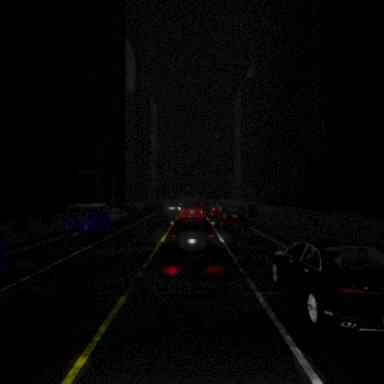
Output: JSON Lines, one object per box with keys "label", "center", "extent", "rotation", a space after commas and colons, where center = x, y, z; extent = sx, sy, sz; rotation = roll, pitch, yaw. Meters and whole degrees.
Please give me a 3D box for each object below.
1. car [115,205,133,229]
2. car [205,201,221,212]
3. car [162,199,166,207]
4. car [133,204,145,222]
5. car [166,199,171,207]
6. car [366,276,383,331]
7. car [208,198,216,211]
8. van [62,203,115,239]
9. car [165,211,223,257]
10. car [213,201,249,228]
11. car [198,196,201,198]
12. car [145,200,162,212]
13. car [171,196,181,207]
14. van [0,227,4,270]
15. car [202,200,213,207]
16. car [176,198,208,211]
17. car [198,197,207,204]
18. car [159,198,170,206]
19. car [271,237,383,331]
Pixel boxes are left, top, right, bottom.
{"label": "car", "center": [-5.670, 1.757, 23.684], "extent": [1.752, 1.417, 4.829], "rotation": [0, -1, 0]}
{"label": "car", "center": [2.856, 2.002, 46.452], "extent": [1.887, 1.381, 4.507], "rotation": [0, -1, 0]}
{"label": "car", "center": [-5.669, 2.058, 52.096], "extent": [1.887, 1.381, 4.507], "rotation": [0, -1, 0]}
{"label": "car", "center": [-5.670, 1.855, 29.502], "extent": [1.947, 1.339, 4.313], "rotation": [0, -1, 0]}
{"label": "car", "center": [-5.669, 2.177, 63.393], "extent": [2.008, 1.369, 4.403], "rotation": [0, -1, 0]}
{"label": "car", "center": [2.854, 1.565, 1.266], "extent": [2.008, 1.369, 4.403], "rotation": [0, -1, 0]}
{"label": "car", "center": [2.854, 1.785, 35.157], "extent": [1.967, 1.590, 4.097], "rotation": [0, -1, 0]}
{"label": "van", "center": [-5.672, 1.519, 18.207], "extent": [1.690, 1.788, 3.998], "rotation": [0, -1, 0]}
{"label": "car", "center": [0.023, 1.698, 13.589], "extent": [1.994, 1.385, 4.181], "rotation": [0, 0, 1]}
{"label": "car", "center": [2.854, 1.674, 23.860], "extent": [1.967, 1.590, 4.097], "rotation": [0, -1, 0]}
{"label": "car", "center": [2.355, 2.221, 77.111], "extent": [1.801, 1.575, 5.366], "rotation": [0, -1, 0]}
{"label": "car", "center": [-5.669, 2.023, 46.448], "extent": [1.947, 1.339, 4.313], "rotation": [0, -1, 0]}
{"label": "car", "center": [-3.014, 1.859, 64.512], "extent": [2.150, 2.045, 5.566], "rotation": [0, -1, 1]}
{"label": "van", "center": [-5.673, 1.409, 6.910], "extent": [1.690, 1.788, 3.998], "rotation": [0, -1, 0]}
{"label": "car", "center": [2.856, 2.171, 63.397], "extent": [1.887, 1.381, 4.507], "rotation": [0, -1, 0]}
{"label": "car", "center": [0.024, 1.630, 28.430], "extent": [2.097, 1.767, 4.553], "rotation": [0, -1, 0]}
{"label": "car", "center": [2.857, 2.225, 91.641], "extent": [2.192, 1.841, 5.009], "rotation": [0, -1, 0]}
{"label": "car", "center": [-5.669, 2.123, 69.043], "extent": [1.967, 1.590, 4.097], "rotation": [0, -1, 0]}
{"label": "car", "center": [2.854, 1.619, 6.915], "extent": [2.008, 1.369, 4.403], "rotation": [0, -1, 0]}
